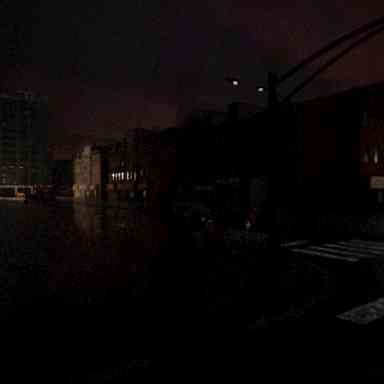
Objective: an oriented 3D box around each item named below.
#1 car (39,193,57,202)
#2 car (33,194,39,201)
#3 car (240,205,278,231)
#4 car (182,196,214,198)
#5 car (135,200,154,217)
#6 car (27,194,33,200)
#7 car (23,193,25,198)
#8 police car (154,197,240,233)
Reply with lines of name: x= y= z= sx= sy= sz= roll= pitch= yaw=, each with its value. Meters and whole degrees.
car: x=-25.606 y=1.098 z=59.640 sx=1.752 sy=1.417 sz=4.829 roll=0 pitch=0 yaw=-36
car: x=-28.670 y=0.982 z=63.919 sx=1.967 sy=1.590 sz=4.097 roll=0 pitch=0 yaw=-36
car: x=2.970 y=1.435 z=19.745 sx=1.887 sy=1.381 sz=4.507 roll=0 pitch=0 yaw=-36
car: x=-0.192 y=1.167 z=24.162 sx=2.192 sy=1.841 sz=5.009 roll=0 pitch=0 yaw=-36
car: x=-3.358 y=1.360 z=28.579 sx=1.887 sy=1.381 sz=4.507 roll=0 pitch=0 yaw=-36
car: x=-31.836 y=1.055 z=68.337 sx=1.887 sy=1.381 sz=4.507 roll=0 pitch=0 yaw=-36
car: x=-34.999 y=1.030 z=72.754 sx=2.008 sy=1.369 sz=4.403 roll=0 pitch=0 yaw=-36
police car: x=0.114 y=1.307 z=19.195 sx=1.930 sy=1.638 sz=5.238 roll=0 pitch=0 yaw=-36
